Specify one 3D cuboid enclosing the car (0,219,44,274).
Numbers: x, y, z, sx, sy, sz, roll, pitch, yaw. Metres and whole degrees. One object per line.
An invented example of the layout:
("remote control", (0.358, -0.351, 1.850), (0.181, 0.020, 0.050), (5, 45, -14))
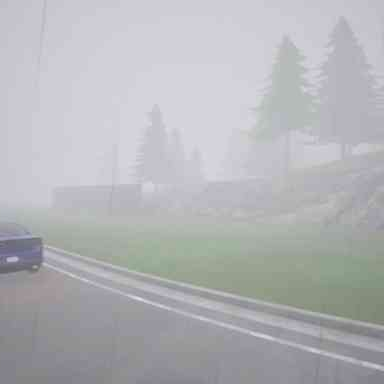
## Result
("car", (-6.268, 1.576, 10.180), (1.882, 1.535, 5.008), (0, 0, -45))
